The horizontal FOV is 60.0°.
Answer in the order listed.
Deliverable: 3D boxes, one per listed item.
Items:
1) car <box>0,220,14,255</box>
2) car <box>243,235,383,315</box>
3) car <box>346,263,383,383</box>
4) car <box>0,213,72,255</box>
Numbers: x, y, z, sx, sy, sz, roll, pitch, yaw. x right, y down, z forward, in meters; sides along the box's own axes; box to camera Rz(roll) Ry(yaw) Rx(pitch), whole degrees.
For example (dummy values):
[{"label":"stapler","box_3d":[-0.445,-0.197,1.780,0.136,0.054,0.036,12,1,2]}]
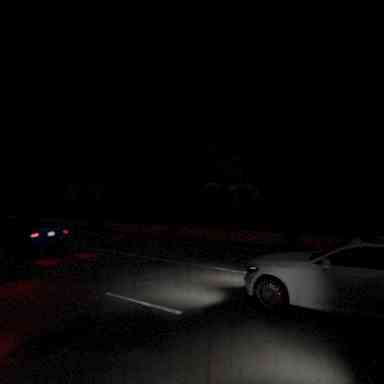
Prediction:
[{"label":"car","box_3d":[-6.955,1.524,8.972,4.674,1.442,1.812,0,0,36]},{"label":"car","box_3d":[3.219,1.527,6.005,4.674,1.442,1.812,0,0,35]},{"label":"car","box_3d":[3.449,1.527,1.546,4.674,1.442,1.812,0,0,35]},{"label":"car","box_3d":[-7.081,1.546,13.365,5.357,1.411,2.033,0,0,36]}]
